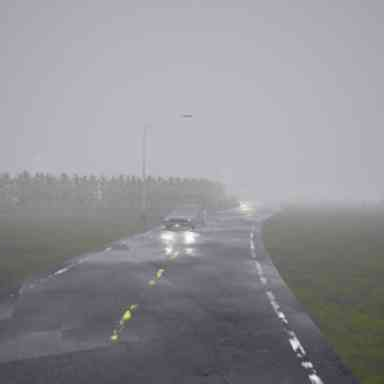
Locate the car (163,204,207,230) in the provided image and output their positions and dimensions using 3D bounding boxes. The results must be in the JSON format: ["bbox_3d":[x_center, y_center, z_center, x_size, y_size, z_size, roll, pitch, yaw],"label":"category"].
[{"bbox_3d":[-0.272,1.505,21.387,2.033,1.411,5.357,0,0,12],"label":"car"}]
